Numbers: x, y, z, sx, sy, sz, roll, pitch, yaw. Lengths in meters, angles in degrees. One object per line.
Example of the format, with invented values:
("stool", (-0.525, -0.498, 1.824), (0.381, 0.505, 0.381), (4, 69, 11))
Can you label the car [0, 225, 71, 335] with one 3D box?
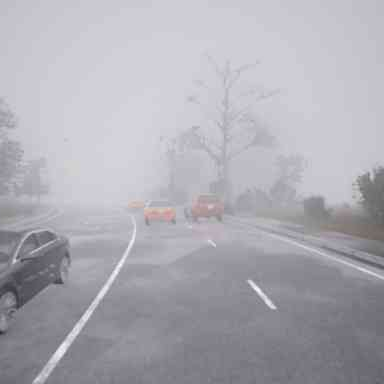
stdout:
("car", (-3.926, 1.501, 6.714), (2.128, 1.511, 4.902), (0, 0, -3))

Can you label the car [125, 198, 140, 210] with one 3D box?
("car", (-7.420, 1.495, 42.904), (1.882, 1.535, 5.008), (-1, 0, -19))

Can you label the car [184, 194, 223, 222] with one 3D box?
("car", (0.794, 1.195, 26.146), (2.150, 2.045, 5.566), (0, 0, -11))

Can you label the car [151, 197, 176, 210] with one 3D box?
("car", (-3.711, 1.473, 42.843), (2.128, 1.511, 4.902), (-1, 0, -18))

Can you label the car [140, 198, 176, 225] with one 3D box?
("car", (-2.500, 1.350, 24.606), (2.097, 1.767, 4.553), (0, 0, -10))
